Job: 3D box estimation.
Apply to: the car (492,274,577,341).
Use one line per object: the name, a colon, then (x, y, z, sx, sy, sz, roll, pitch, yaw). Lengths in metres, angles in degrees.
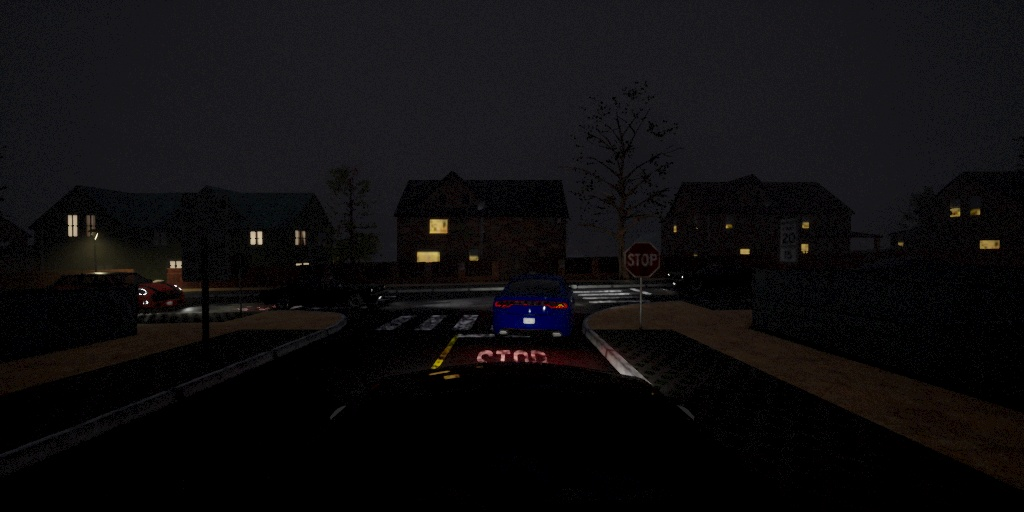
car: (0.780, 1.226, 10.046, 1.882, 1.535, 5.008, 0, 0, 10)

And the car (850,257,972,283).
car: (20.044, 0.753, 18.232, 5.357, 1.411, 2.033, -1, 1, 0)

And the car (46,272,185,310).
car: (-16.809, 1.471, 15.233, 4.553, 1.767, 2.097, -1, 1, 0)

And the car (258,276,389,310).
car: (-7.821, 1.506, 15.247, 4.718, 1.301, 1.895, -1, 1, 0)

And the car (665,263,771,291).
car: (10.398, 1.034, 18.188, 4.718, 1.301, 1.895, -1, 1, -1)
